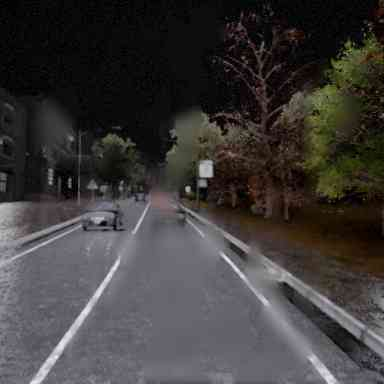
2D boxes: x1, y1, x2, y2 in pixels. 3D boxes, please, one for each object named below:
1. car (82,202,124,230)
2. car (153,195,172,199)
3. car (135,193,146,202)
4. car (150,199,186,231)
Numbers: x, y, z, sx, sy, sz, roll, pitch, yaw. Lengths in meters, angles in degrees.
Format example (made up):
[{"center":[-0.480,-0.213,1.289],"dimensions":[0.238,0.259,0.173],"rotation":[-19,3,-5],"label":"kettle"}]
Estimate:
[{"center":[-5.082,1.326,19.408],"dimensions":[2.128,1.511,4.902],"rotation":[0,-1,-6],"label":"car"},{"center":[-3.287,1.094,37.515],"dimensions":[2.097,1.767,4.553],"rotation":[0,0,-6],"label":"car"},{"center":[-9.426,1.022,60.937],"dimensions":[2.128,1.511,4.902],"rotation":[0,0,-6],"label":"car"},{"center":[-1.406,1.382,19.568],"dimensions":[2.128,1.511,4.902],"rotation":[0,0,-6],"label":"car"}]
